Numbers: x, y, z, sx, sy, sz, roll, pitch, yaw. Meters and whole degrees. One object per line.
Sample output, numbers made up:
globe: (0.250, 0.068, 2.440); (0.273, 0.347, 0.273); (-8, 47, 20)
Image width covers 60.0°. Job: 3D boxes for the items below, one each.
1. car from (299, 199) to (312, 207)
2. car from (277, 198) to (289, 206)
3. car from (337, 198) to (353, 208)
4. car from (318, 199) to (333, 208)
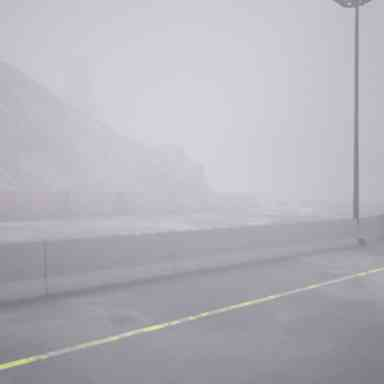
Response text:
car: (20.446, 1.977, 60.248); (2.128, 1.511, 4.902); (0, 0, 13)
car: (17.982, 1.977, 65.855); (1.882, 1.535, 5.008); (0, -1, 8)
car: (27.437, 1.888, 59.273); (2.097, 1.767, 4.553); (0, 0, 13)
car: (23.910, 1.988, 59.611); (1.882, 1.535, 5.008); (0, 0, 13)
